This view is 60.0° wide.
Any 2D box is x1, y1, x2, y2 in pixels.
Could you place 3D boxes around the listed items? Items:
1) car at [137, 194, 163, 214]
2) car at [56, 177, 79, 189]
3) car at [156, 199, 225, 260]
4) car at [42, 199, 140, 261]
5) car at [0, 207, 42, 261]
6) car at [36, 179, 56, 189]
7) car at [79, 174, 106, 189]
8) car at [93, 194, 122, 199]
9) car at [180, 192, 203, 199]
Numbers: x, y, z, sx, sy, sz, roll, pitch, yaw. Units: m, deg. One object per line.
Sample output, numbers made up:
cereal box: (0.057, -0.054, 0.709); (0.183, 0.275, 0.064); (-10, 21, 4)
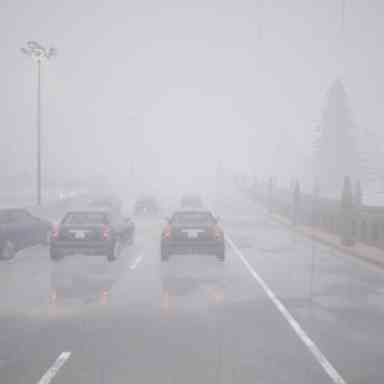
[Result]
car: (-3.559, 0.910, 27.492); (1.837, 1.490, 4.892); (0, 4, 0)
car: (-17.824, -1.357, 49.323); (1.882, 1.535, 5.008); (0, 7, 0)
car: (0.025, 1.345, 12.541); (2.097, 1.767, 4.553); (0, 0, 0)
car: (-3.475, 1.345, 12.460); (2.097, 1.767, 4.553); (0, 0, 0)
car: (-6.976, 1.345, 12.451); (2.097, 1.767, 4.553); (0, 0, 0)
car: (-21.322, -1.236, 49.331); (1.895, 1.301, 4.718); (0, 7, 0)
car: (-14.327, -1.605, 49.255); (2.150, 2.045, 5.566); (0, 7, 0)
car: (-7.058, 0.911, 27.466); (1.837, 1.490, 4.892); (0, 4, 0)
car: (-0.059, 0.764, 29.124); (1.882, 1.535, 5.008); (0, 4, 0)
